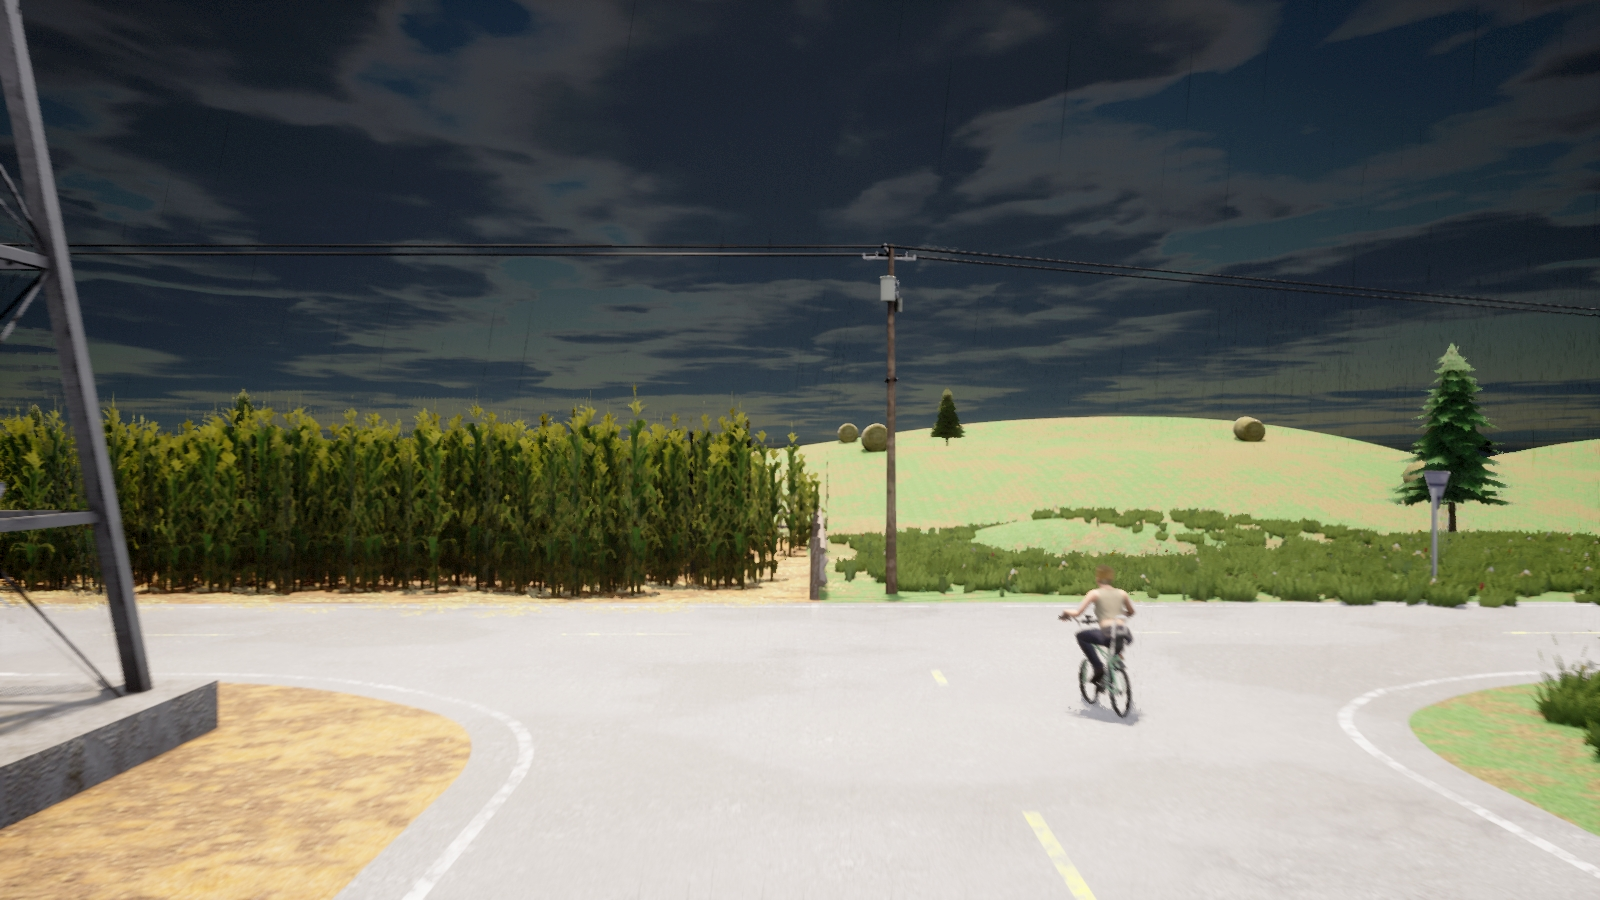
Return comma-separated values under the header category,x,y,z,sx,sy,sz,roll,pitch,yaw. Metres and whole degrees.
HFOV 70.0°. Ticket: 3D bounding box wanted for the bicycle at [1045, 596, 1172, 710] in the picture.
category,x,y,z,sx,sy,sz,roll,pitch,yaw
bicycle,3.325,2.175,12.468,0.859,1.080,1.487,0,-4,-5
